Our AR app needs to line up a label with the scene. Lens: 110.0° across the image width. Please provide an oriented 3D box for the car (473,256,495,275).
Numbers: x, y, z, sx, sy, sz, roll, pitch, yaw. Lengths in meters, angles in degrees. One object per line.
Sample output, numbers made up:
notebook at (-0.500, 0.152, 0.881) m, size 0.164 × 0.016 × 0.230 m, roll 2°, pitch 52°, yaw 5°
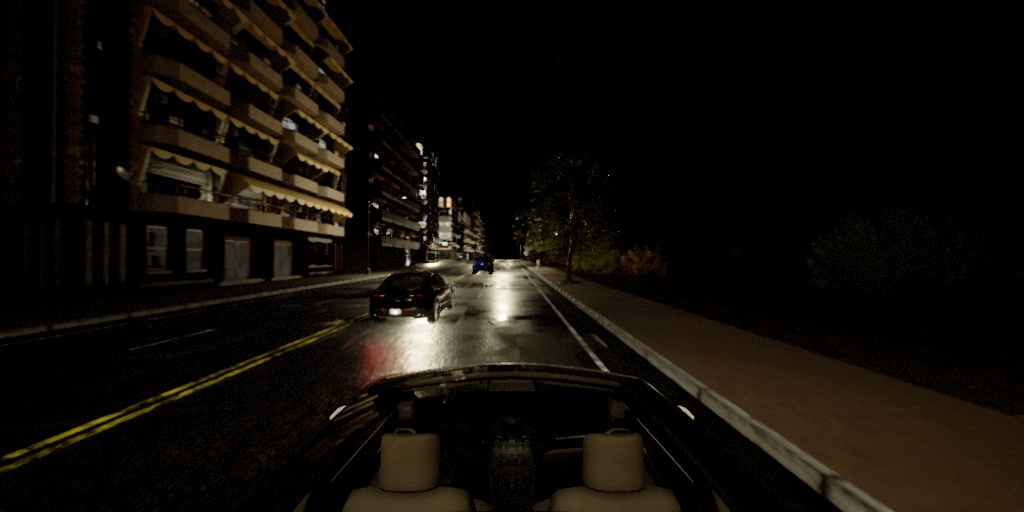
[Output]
car at (-3.148, 0.982, 40.384) m, size 2.150 × 2.045 × 5.566 m, roll 0°, pitch 0°, yaw 0°

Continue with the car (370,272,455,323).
car at (-3.150, 1.258, 12.103) m, size 1.837 × 1.490 × 4.892 m, roll 0°, pitch 0°, yaw 0°
